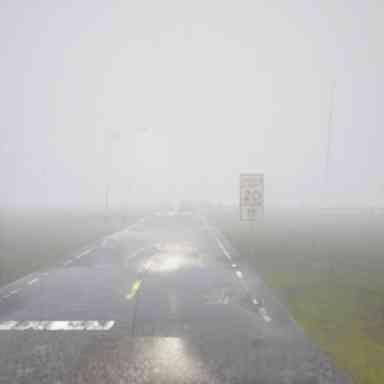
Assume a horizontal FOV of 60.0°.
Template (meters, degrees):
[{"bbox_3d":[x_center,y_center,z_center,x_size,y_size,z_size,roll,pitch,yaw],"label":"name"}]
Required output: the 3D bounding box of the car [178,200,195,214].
[{"bbox_3d":[-0.700,1.798,41.785,2.097,1.767,4.553,0,-1,-2],"label":"car"}]

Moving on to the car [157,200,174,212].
[{"bbox_3d":[-3.614,1.847,45.932,2.097,1.767,4.553,0,-1,-2],"label":"car"}]

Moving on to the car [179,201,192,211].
[{"bbox_3d":[-1.128,2.163,51.930,1.895,1.301,4.718,0,-1,-3],"label":"car"}]
